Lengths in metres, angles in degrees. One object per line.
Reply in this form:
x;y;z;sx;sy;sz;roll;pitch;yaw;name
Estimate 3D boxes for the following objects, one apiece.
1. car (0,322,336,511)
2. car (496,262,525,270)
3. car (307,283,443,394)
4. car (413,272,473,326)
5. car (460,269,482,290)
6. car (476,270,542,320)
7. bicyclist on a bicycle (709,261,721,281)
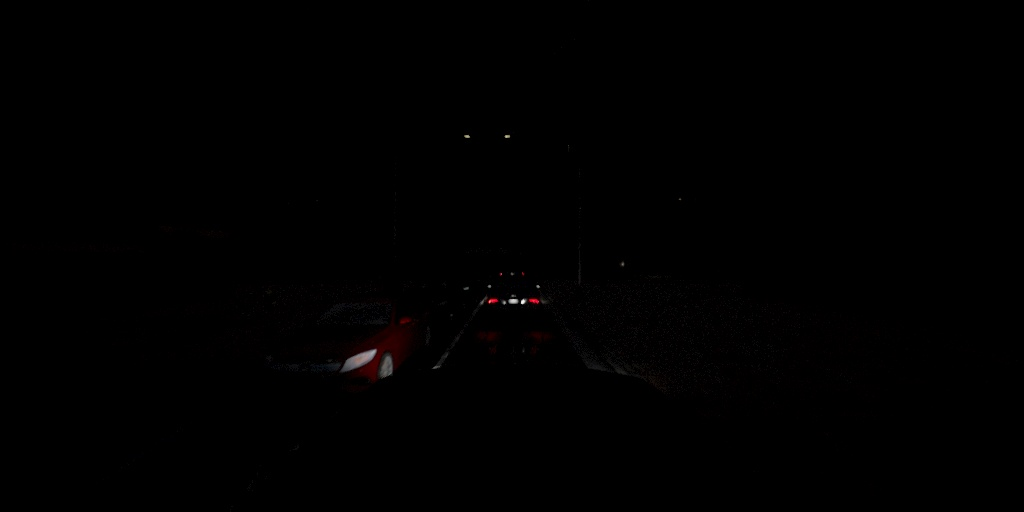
-2.637;1.311;1.182;1.948;1.339;4.313;0;0;0;car
-0.099;1.334;26.969;2.097;1.767;4.553;0;-1;-3;car
-2.638;1.377;6.634;1.802;1.307;4.207;0;0;0;car
-2.640;1.411;12.085;1.948;1.339;4.313;0;0;0;car
-2.642;1.511;22.989;1.948;1.339;4.313;0;0;0;car
0.062;1.401;13.066;2.033;1.411;5.357;0;-1;0;car
17.352;1.290;30.686;0.582;1.620;1.656;0;-1;0;bicyclist on a bicycle
